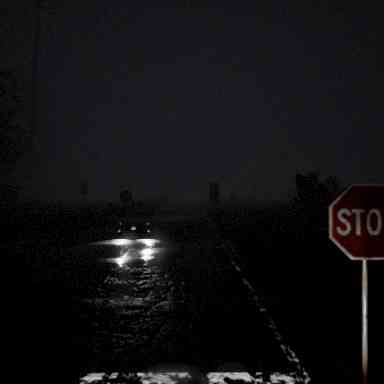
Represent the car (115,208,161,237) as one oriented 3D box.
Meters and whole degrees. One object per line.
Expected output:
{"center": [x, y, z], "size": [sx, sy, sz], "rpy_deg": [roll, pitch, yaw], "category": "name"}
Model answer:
{"center": [-2.811, 1.569, 18.006], "size": [1.994, 1.385, 4.181], "rpy_deg": [0, 0, 0], "category": "car"}
